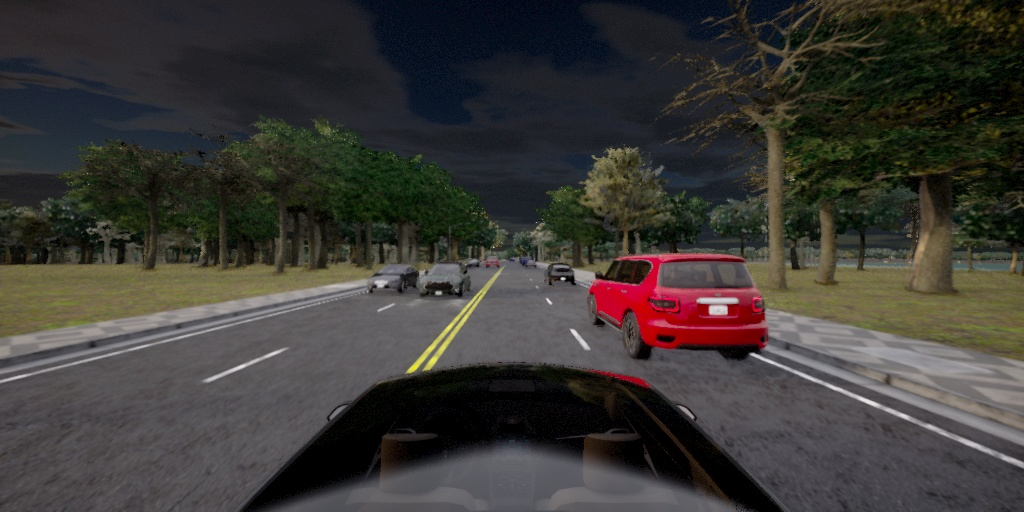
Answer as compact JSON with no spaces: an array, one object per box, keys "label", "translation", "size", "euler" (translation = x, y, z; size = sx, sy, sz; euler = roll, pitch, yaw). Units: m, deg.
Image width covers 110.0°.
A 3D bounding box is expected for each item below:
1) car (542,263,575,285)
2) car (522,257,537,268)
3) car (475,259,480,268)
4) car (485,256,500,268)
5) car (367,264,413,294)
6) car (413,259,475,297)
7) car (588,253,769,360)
[{"label":"car","translation":[3.352,1.257,25.912],"size":[1.837,1.490,4.892],"euler":[0,0,0]},{"label":"car","translation":[3.254,1.339,61.920],"size":[2.033,1.411,5.357],"euler":[0,0,0]},{"label":"car","translation":[-6.532,1.269,61.683],"size":[1.882,1.535,5.008],"euler":[0,0,1]},{"label":"car","translation":[-3.275,1.012,61.112],"size":[2.150,2.045,5.566],"euler":[0,0,1]},{"label":"car","translation":[-6.595,1.241,20.480],"size":[2.128,1.511,4.902],"euler":[0,0,0]},{"label":"car","translation":[-3.347,1.101,18.589],"size":[2.097,1.767,4.553],"euler":[0,0,0]},{"label":"car","translation":[3.351,0.970,8.504],"size":[2.150,2.045,5.566],"euler":[0,0,0]}]
